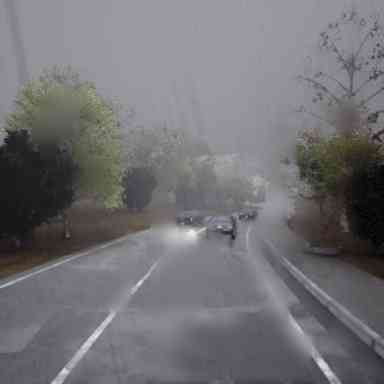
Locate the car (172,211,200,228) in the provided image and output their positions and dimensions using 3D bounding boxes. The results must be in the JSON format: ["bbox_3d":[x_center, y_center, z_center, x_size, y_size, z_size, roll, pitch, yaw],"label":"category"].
[{"bbox_3d":[-0.269,2.330,29.160,1.895,1.301,4.718,1,-1,13],"label":"car"}]

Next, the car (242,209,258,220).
[{"bbox_3d":[7.276,2.781,42.320,1.895,1.301,4.718,1,-1,19],"label":"car"}]

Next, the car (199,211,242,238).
[{"bbox_3d":[2.027,2.152,21.865,2.033,1.411,5.357,1,-1,10],"label":"car"}]
